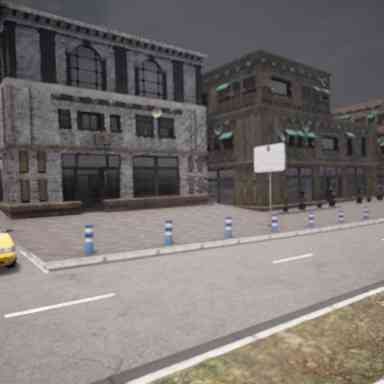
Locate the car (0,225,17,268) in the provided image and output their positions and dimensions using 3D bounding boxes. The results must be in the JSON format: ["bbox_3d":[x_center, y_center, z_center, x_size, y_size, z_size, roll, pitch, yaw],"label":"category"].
[{"bbox_3d":[-6.984,1.490,10.769,1.946,1.575,5.366,-1,0,-36],"label":"car"}]
